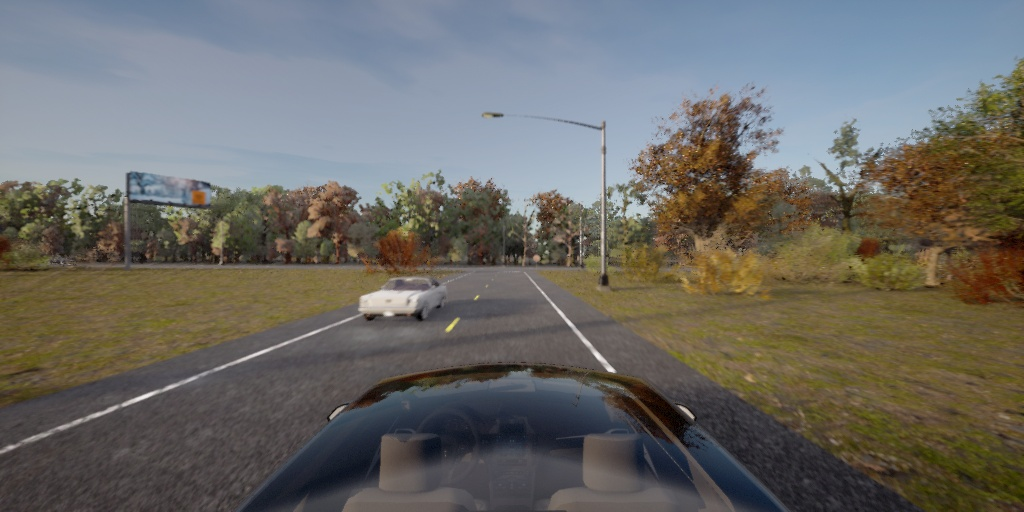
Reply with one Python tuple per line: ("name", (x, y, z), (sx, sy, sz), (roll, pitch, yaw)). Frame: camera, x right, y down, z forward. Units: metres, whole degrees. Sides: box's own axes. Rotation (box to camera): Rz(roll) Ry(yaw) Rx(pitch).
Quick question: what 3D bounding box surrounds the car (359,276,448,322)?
("car", (-3.603, 1.400, 12.696), (1.895, 1.301, 4.718), (0, 0, 0))
